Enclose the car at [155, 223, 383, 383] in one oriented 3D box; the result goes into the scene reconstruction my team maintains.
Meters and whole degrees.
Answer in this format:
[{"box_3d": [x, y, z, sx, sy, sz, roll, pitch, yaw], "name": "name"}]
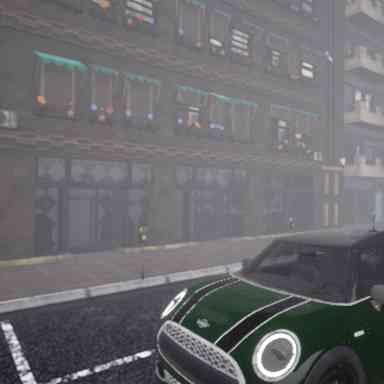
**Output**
[{"box_3d": [1.773, 1.379, 4.528, 4.553, 1.767, 2.097, 1, 0, -36], "name": "car"}]
